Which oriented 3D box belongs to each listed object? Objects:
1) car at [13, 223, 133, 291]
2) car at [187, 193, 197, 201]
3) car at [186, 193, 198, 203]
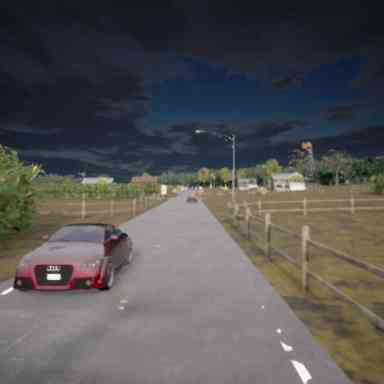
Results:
[{"bbox_3d":[-2.823,1.531,8.792,1.994,1.385,4.181,0,0,0],"label":"car"},{"bbox_3d":[-0.001,0.964,66.471,1.882,1.535,5.008,0,1,0],"label":"car"},{"bbox_3d":[0.000,1.088,56.391,1.812,1.442,4.674,0,1,0],"label":"car"}]
